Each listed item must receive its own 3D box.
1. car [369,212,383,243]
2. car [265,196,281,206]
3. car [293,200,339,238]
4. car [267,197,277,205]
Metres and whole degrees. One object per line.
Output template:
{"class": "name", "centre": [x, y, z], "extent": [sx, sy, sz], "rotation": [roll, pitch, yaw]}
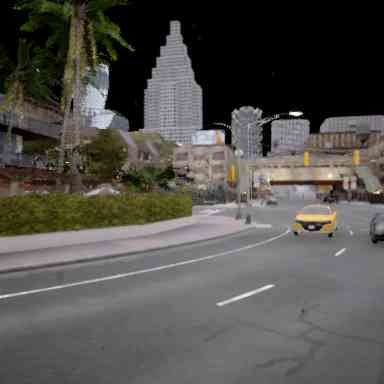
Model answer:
{"class": "car", "centre": [10.017, 1.739, 16.693], "extent": [2.033, 1.411, 5.357], "rotation": [0, -1, 27]}
{"class": "car", "centre": [17.136, 2.046, 70.311], "extent": [2.097, 1.535, 5.008], "rotation": [0, 0, 13]}
{"class": "car", "centre": [6.886, 1.432, 18.261], "extent": [1.882, 1.535, 5.008], "rotation": [0, -1, 27]}
{"class": "car", "centre": [18.467, 1.971, 76.599], "extent": [2.185, 1.767, 4.553], "rotation": [0, 0, 13]}
